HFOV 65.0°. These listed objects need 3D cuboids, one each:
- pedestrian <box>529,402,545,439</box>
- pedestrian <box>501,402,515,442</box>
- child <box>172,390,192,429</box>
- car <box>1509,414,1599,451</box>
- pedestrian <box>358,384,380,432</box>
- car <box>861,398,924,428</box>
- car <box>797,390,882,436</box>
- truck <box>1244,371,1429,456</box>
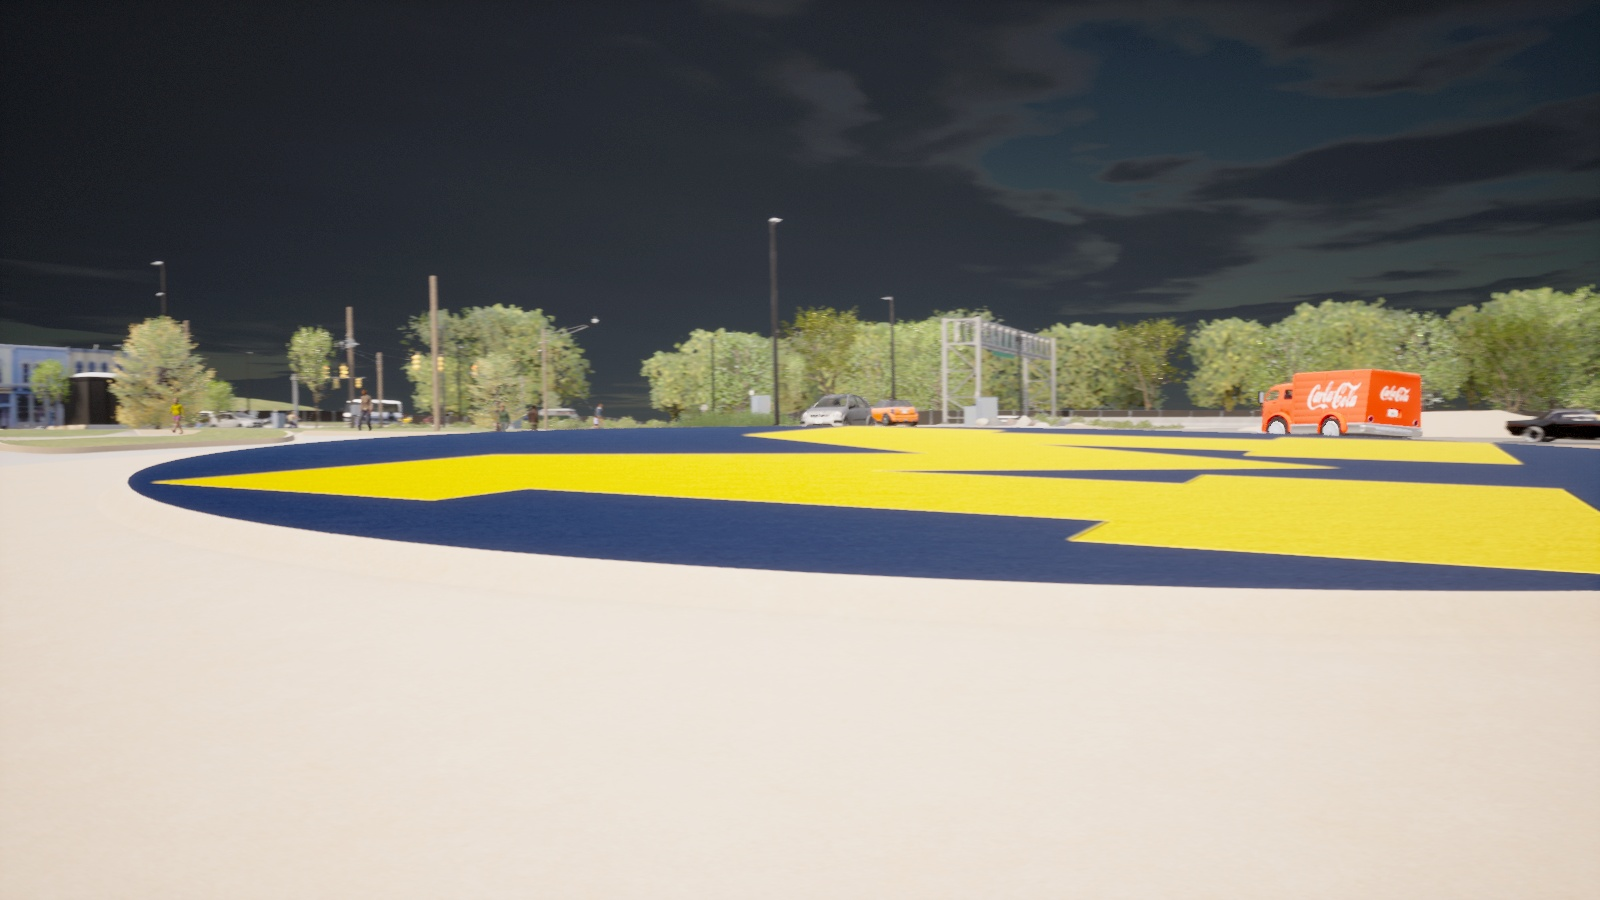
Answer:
[{"bbox_3d":[-13.045,-1.460,62.313,0.431,1.840,0.703,-1,1,22],"label":"pedestrian"},{"bbox_3d":[-13.320,-1.273,57.263,0.353,1.847,0.614,-1,1,17],"label":"pedestrian"},{"bbox_3d":[-18.469,-1.199,37.535,0.299,1.160,0.473,-1,1,8],"label":"child"},{"bbox_3d":[29.297,-0.660,46.719,1.895,1.301,4.718,-1,2,-43],"label":"car"},{"bbox_3d":[-16.308,-1.570,47.504,0.328,1.805,0.869,-1,1,16],"label":"pedestrian"},{"bbox_3d":[5.745,-2.308,78.490,2.097,1.767,4.553,-1,2,-23],"label":"car"},{"bbox_3d":[1.539,-1.354,47.457,1.851,1.617,3.988,-1,0,24],"label":"car"},{"bbox_3d":[17.647,-1.159,41.633,2.627,2.467,5.204,4,-1,-20],"label":"truck"}]
